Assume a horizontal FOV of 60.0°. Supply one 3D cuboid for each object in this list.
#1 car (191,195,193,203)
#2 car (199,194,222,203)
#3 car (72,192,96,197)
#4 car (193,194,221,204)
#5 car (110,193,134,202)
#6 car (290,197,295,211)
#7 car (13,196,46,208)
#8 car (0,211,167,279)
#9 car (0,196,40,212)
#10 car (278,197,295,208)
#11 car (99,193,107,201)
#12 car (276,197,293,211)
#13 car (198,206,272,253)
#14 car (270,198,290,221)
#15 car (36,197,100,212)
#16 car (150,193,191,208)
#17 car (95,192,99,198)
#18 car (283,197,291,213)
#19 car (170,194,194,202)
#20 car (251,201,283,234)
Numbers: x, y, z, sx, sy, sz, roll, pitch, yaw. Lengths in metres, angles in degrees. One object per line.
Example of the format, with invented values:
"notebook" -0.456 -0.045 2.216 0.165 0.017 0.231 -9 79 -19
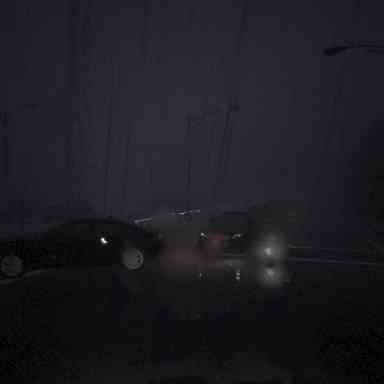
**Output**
"car" -2.349 1.053 44.636 3.866 1.878 1.905 0 0 19
"car" 3.515 1.203 62.934 3.806 1.475 1.970 0 0 19
"car" -18.369 1.249 53.741 4.514 1.523 2.007 0 0 19
"car" 1.760 1.126 56.753 5.027 1.636 2.152 0 0 19
"car" -13.694 1.046 65.309 4.605 1.855 1.932 0 0 19
"car" 9.852 1.544 36.510 1.994 1.385 4.181 0 0 19
"car" -21.619 1.274 44.291 3.633 1.501 1.845 0 0 19
"car" -3.264 1.475 9.850 5.008 1.535 1.882 0 0 -15
"car" -15.061 1.356 29.403 3.806 1.475 1.970 0 0 19
"car" 13.624 1.469 47.636 2.128 1.511 4.902 0 0 19
"car" -20.090 1.015 70.948 3.866 1.878 1.905 0 0 19
"car" 11.734 1.484 42.063 1.837 1.490 4.892 0 0 19
"car" 1.841 1.514 13.866 1.812 1.442 4.674 0 0 25
"car" 5.916 1.475 24.914 2.128 1.511 4.902 0 0 19
"car" -8.991 1.356 24.197 3.633 1.501 1.845 0 0 19
"car" -2.892 1.075 41.752 4.605 1.855 1.932 0 0 19
"car" -21.737 1.299 67.996 3.806 1.475 1.970 0 0 19
"car" 7.803 1.487 30.475 1.837 1.490 4.892 0 0 19
"car" -1.984 1.258 68.667 4.514 1.523 2.007 0 0 19
"car" 3.997 1.490 19.271 1.837 1.490 4.892 0 0 19
